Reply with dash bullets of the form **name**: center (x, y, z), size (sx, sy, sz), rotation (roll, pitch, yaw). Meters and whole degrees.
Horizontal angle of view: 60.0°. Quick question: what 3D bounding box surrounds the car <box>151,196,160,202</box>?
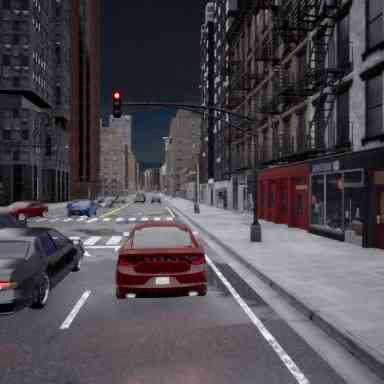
- **car**: center (-8.304, 1.571, 75.471), size (2.033, 1.411, 5.357), rotation (0, 0, -6)

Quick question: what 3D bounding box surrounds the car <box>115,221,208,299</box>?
- **car**: center (-0.794, 1.477, 8.568), size (1.882, 1.535, 5.008), rotation (0, 0, -6)

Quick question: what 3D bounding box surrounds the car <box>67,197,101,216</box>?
- **car**: center (-9.885, 1.486, 30.237), size (1.882, 1.535, 5.008), rotation (0, 0, -6)

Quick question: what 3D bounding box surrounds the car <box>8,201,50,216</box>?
- **car**: center (-13.617, 1.486, 27.085), size (1.882, 1.535, 5.008), rotation (0, 0, 7)

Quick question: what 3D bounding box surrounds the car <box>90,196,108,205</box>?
- **car**: center (-16.289, 1.516, 58.491), size (2.128, 1.511, 4.902), rotation (0, 0, -6)

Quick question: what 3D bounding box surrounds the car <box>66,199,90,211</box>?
- **car**: center (-14.558, 1.617, 42.777), size (1.895, 1.301, 4.718), rotation (0, 0, -6)

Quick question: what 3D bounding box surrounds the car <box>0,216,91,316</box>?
- **car**: center (-3.901, 1.547, 7.702), size (2.033, 1.411, 5.357), rotation (0, 0, -6)

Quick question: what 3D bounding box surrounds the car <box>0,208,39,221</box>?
- **car**: center (-7.920, 1.548, 12.614), size (2.033, 1.411, 5.357), rotation (0, 0, -6)

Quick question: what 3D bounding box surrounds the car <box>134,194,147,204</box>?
- **car**: center (-10.410, 1.628, 65.946), size (1.895, 1.301, 4.718), rotation (0, 0, -6)

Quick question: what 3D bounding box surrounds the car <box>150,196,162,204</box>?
- **car**: center (-7.052, 1.532, 65.168), size (1.837, 1.490, 4.892), rotation (0, 0, -6)

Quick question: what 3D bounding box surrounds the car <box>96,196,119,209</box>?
- **car**: center (-11.471, 1.508, 44.441), size (2.128, 1.511, 4.902), rotation (0, 0, -6)

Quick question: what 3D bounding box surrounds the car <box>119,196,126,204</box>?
- **car**: center (-13.438, 1.532, 62.420), size (1.837, 1.490, 4.892), rotation (0, 0, -6)
